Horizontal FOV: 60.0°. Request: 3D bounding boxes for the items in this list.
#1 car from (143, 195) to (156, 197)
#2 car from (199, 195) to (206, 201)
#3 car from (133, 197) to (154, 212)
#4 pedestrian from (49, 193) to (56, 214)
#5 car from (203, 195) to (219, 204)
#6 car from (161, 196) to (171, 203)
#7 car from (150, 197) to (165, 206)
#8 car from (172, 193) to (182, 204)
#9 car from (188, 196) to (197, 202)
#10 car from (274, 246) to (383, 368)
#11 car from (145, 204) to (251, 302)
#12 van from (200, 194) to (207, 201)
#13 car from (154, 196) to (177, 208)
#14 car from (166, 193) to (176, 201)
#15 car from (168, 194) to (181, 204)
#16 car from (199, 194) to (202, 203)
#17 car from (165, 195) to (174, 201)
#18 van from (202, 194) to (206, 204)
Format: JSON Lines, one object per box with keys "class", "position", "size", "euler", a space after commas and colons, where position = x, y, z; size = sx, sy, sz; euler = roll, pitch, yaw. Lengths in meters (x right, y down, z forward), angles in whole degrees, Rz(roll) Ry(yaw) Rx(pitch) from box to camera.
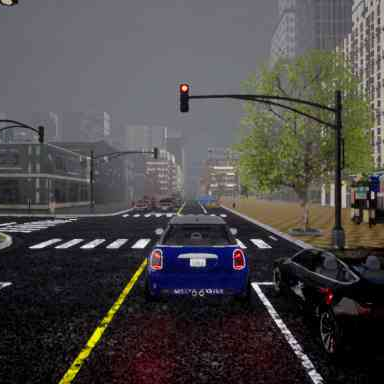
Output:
{"class": "car", "position": [-5.627, 1.318, 43.787], "size": [2.192, 1.841, 5.009], "euler": [0, 0, 0]}
{"class": "car", "position": [2.812, 1.534, 88.357], "size": [1.752, 1.417, 4.829], "euler": [0, 0, 0]}
{"class": "car", "position": [-5.636, 1.585, 38.236], "size": [1.802, 1.307, 4.206], "euler": [0, 0, 0]}
{"class": "pedestrian", "position": [-12.709, 1.039, 30.250], "size": [0.375, 1.860, 0.375], "euler": [0, -1, -1]}
{"class": "car", "position": [2.752, 1.528, 43.948], "size": [1.752, 1.417, 4.829], "euler": [0, 0, 0]}
{"class": "car", "position": [-5.591, 1.532, 71.373], "size": [1.752, 1.417, 4.829], "euler": [0, 0, 0]}
{"class": "car", "position": [-5.613, 1.555, 54.890], "size": [2.008, 1.369, 4.403], "euler": [0, 0, 0]}
{"class": "car", "position": [-2.974, 1.225, 62.189], "size": [2.150, 2.045, 5.566], "euler": [0, 0, 0]}
{"class": "car", "position": [0.107, 1.548, 79.251], "size": [2.033, 1.411, 5.357], "euler": [0, 0, 0]}
{"class": "car", "position": [2.701, 1.566, 5.749], "size": [1.947, 1.339, 4.313], "euler": [0, 0, 0]}
{"class": "car", "position": [0.112, 1.353, 8.417], "size": [2.097, 1.767, 4.553], "euler": [0, 0, 0]}
{"class": "van", "position": [2.806, 1.349, 82.636], "size": [1.690, 1.788, 3.998], "euler": [0, 0, 0]}
{"class": "car", "position": [-3.041, 1.528, 38.522], "size": [1.812, 1.442, 4.674], "euler": [0, 0, -2]}
{"class": "car", "position": [-5.568, 1.324, 88.196], "size": [2.192, 1.841, 5.009], "euler": [0, 0, 0]}
{"class": "car", "position": [-3.032, 1.481, 48.556], "size": [1.882, 1.535, 5.008], "euler": [0, 0, 0]}
{"class": "car", "position": [2.774, 1.556, 60.432], "size": [2.008, 1.369, 4.403], "euler": [0, 0, 0]}
{"class": "car", "position": [-5.576, 1.559, 82.645], "size": [2.008, 1.369, 4.403], "euler": [0, 0, 0]}
{"class": "van", "position": [2.761, 1.345, 49.330], "size": [1.690, 1.788, 3.998], "euler": [0, 0, 0]}
